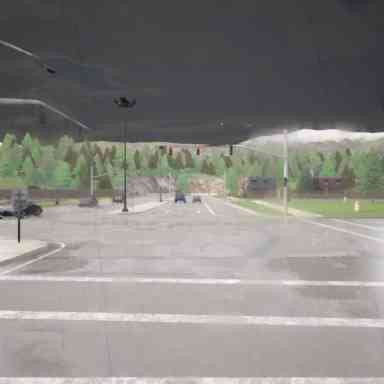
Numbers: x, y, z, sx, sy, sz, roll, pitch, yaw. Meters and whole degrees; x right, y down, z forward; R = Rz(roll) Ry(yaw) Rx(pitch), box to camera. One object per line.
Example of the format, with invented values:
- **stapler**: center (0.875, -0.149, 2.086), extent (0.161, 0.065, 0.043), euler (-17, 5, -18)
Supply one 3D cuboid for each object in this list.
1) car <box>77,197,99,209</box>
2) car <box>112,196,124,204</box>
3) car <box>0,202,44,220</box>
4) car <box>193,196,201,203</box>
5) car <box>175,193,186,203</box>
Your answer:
- **car**: center (-14.502, 1.504, 46.728), extent (1.837, 1.490, 4.892), euler (0, 0, 1)
- **car**: center (-14.143, 1.520, 64.730), extent (1.882, 1.535, 5.008), euler (0, 0, 1)
- **car**: center (-14.771, 1.548, 28.640), extent (2.033, 1.411, 5.357), euler (0, 0, 1)
- **car**: center (1.022, 1.546, 69.888), extent (2.033, 1.411, 5.357), euler (0, 0, 1)
- **car**: center (-2.489, 1.222, 70.398), extent (2.150, 2.045, 5.566), euler (0, 0, 1)
